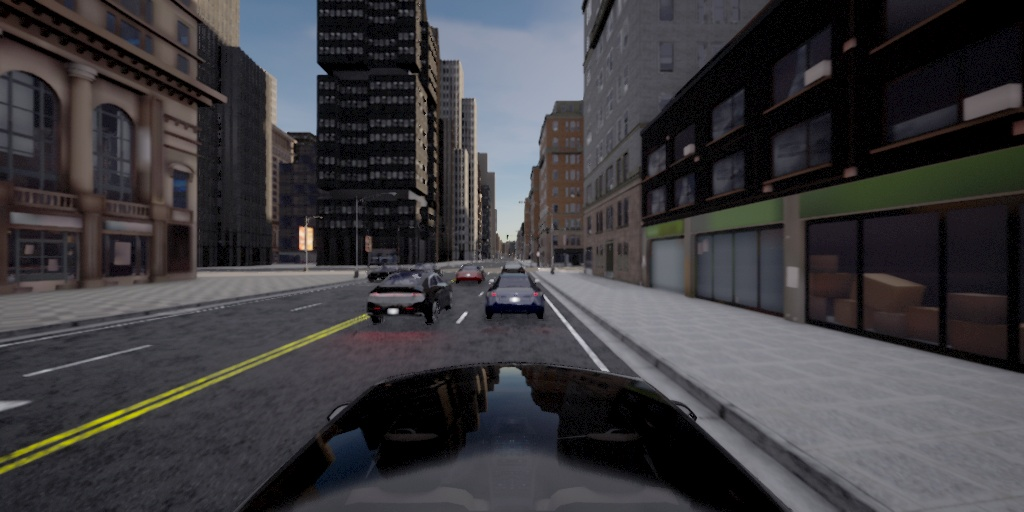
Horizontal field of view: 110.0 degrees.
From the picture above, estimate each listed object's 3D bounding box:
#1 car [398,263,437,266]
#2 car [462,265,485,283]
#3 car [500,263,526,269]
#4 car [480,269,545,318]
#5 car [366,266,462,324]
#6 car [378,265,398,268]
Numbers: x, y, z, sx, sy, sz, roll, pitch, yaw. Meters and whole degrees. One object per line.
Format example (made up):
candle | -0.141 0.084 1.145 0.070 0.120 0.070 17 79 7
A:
car | -6.599 1.281 27.073 2.128 1.511 4.902 0 0 0
car | -3.163 1.355 28.002 1.994 1.385 4.181 0 0 0
car | 0.088 1.271 28.713 1.882 1.535 5.008 0 0 0
car | 0.090 1.331 13.122 1.994 1.385 4.181 0 0 0
car | -3.161 1.258 11.959 2.128 1.511 4.902 0 0 0
car | -9.849 1.393 28.622 1.895 1.301 4.718 0 0 0
